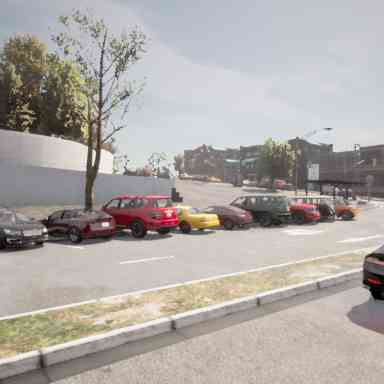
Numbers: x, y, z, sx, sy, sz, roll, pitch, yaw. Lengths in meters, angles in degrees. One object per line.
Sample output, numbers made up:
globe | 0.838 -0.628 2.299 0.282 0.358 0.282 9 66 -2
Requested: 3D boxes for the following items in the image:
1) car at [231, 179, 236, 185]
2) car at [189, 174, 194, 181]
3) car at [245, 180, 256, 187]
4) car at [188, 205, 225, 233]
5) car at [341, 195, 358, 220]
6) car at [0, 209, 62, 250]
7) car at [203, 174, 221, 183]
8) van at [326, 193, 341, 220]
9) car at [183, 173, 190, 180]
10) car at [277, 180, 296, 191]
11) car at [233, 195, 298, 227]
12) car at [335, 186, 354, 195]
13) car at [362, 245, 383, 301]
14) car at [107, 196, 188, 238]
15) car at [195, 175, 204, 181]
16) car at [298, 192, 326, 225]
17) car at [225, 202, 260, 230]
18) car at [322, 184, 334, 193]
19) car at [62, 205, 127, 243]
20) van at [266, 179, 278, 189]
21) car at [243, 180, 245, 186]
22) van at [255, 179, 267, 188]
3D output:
car | 10.862 -2.316 78.887 2.002 1.452 4.674 7 3 35
car | 2.117 -3.849 91.126 2.185 1.767 4.553 6 3 34
car | 14.434 -1.811 74.103 1.946 1.575 5.366 7 3 35
car | -1.009 1.503 19.683 5.366 1.575 1.946 -1 -1 35
car | 11.489 1.404 28.188 4.553 1.767 2.185 -1 -1 35
car | -8.196 1.494 14.367 4.892 1.521 2.231 -1 -1 35
car | 5.760 -3.175 86.399 1.946 1.575 5.366 7 3 34
van | 9.080 1.297 26.439 4.442 1.987 1.878 -1 -1 35
car | 0.388 -4.084 93.597 2.185 1.767 4.553 4 1 33
car | 19.494 -0.991 66.536 2.231 1.521 4.892 7 3 35
car | 4.026 1.263 23.066 5.566 2.045 2.435 -1 -1 35
car | 26.391 0.137 56.675 2.002 1.452 4.674 7 3 35
car | 5.552 1.501 7.082 4.902 1.511 2.128 0 0 -35
car | -3.330 1.248 17.857 5.566 2.045 2.435 -1 -1 35
car | 3.910 -3.697 88.660 2.435 2.045 5.566 7 3 34
car | 6.540 1.268 24.770 5.566 2.045 2.435 -1 -1 35
car | 1.598 1.549 21.310 4.674 1.452 2.002 -1 -1 35
car | 24.701 -0.425 59.148 2.435 2.045 5.566 7 3 35
car | -5.775 1.525 16.113 4.792 1.488 2.163 -1 -1 35
van | 17.735 -1.490 68.899 1.878 1.987 4.442 7 4 35
car | 12.603 -2.042 76.424 2.002 1.452 4.674 7 4 35
van | 16.007 -1.763 71.371 1.878 1.987 4.442 7 4 35
